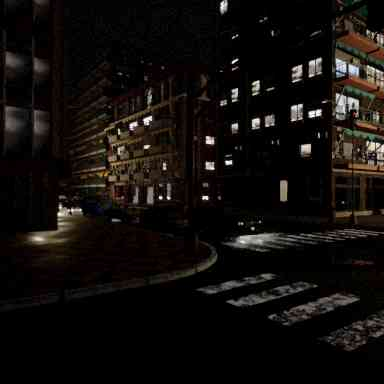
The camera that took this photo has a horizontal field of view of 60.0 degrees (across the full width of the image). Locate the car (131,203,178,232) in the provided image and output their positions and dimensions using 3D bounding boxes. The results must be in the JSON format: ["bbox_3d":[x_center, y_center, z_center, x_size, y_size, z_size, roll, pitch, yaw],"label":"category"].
[{"bbox_3d":[-1.716,1.525,19.811,1.802,1.307,4.206,0,0,-36],"label":"car"}]

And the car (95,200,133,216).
[{"bbox_3d":[-7.717,1.533,32.609,1.895,1.301,4.718,0,0,-36],"label":"car"}]

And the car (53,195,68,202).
[{"bbox_3d":[-27.954,1.360,70.697,1.967,1.590,4.097,0,0,-36],"label":"car"}]

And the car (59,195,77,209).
[{"bbox_3d":[-15.598,1.479,43.634,1.994,1.385,4.181,0,0,-35],"label":"car"}]

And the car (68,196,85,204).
[{"bbox_3d":[-21.445,1.447,61.636,1.752,1.417,4.829,0,0,-36],"label":"car"}]

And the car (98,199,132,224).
[{"bbox_3d":[-4.920,1.458,24.272,1.752,1.417,4.829,0,0,-36],"label":"car"}]

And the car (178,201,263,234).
[{"bbox_3d":[1.650,1.507,19.504,2.033,1.411,5.357,0,0,-35],"label":"car"}]

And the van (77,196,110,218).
[{"bbox_3d":[-8.323,1.265,29.010,1.690,1.788,3.998,0,0,-36],"label":"van"}]

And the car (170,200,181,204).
[{"bbox_3d":[-1.618,1.487,34.037,1.752,1.417,4.829,0,0,-36],"label":"car"}]
